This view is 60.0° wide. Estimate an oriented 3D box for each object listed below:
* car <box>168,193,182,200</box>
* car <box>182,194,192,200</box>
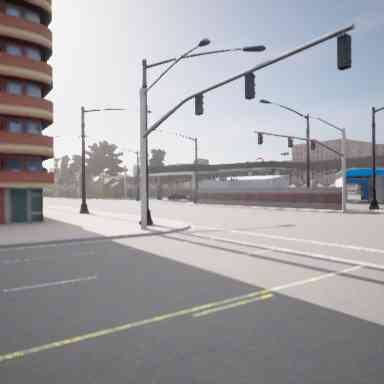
[{"bbox_3d":[-3.414,0.951,77.430,4.611,1.667,2.242,-1,0,-35],"label":"car"},{"bbox_3d":[0.559,1.096,73.210,3.806,1.475,1.970,-1,0,-35],"label":"car"}]
